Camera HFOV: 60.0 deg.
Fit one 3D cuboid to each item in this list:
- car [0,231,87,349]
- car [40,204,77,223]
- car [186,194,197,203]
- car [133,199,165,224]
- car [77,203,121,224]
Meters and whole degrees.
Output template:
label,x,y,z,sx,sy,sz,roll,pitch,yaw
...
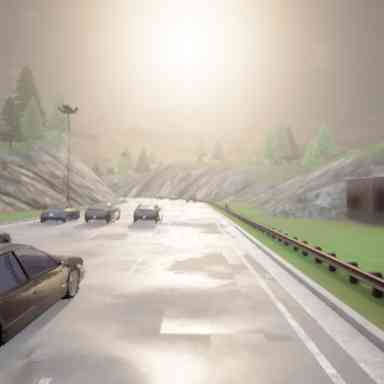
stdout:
label,x,y,z,sx,sy,sz,roll,pitch,yaw
car,-3.398,1.565,5.405,2.033,1.411,5.357,0,0,0
car,-10.333,1.647,26.434,1.994,1.385,4.181,0,0,0
car,-0.184,1.470,79.409,2.150,2.045,5.566,0,0,-8
car,-3.333,1.572,25.747,2.128,1.511,4.902,0,0,0
car,-6.833,1.572,25.747,2.128,1.511,4.902,0,0,0
